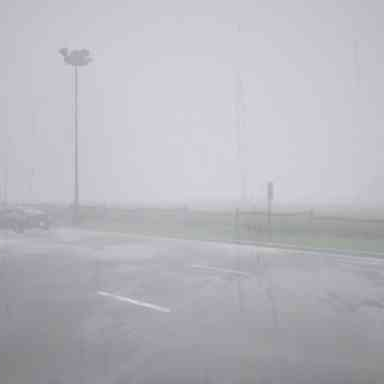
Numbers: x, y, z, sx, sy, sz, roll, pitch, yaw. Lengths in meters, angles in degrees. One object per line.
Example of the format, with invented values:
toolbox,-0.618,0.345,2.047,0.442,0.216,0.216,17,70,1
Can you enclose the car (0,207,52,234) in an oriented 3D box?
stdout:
car,-10.240,1.606,19.878,4.674,1.442,1.812,0,0,35
